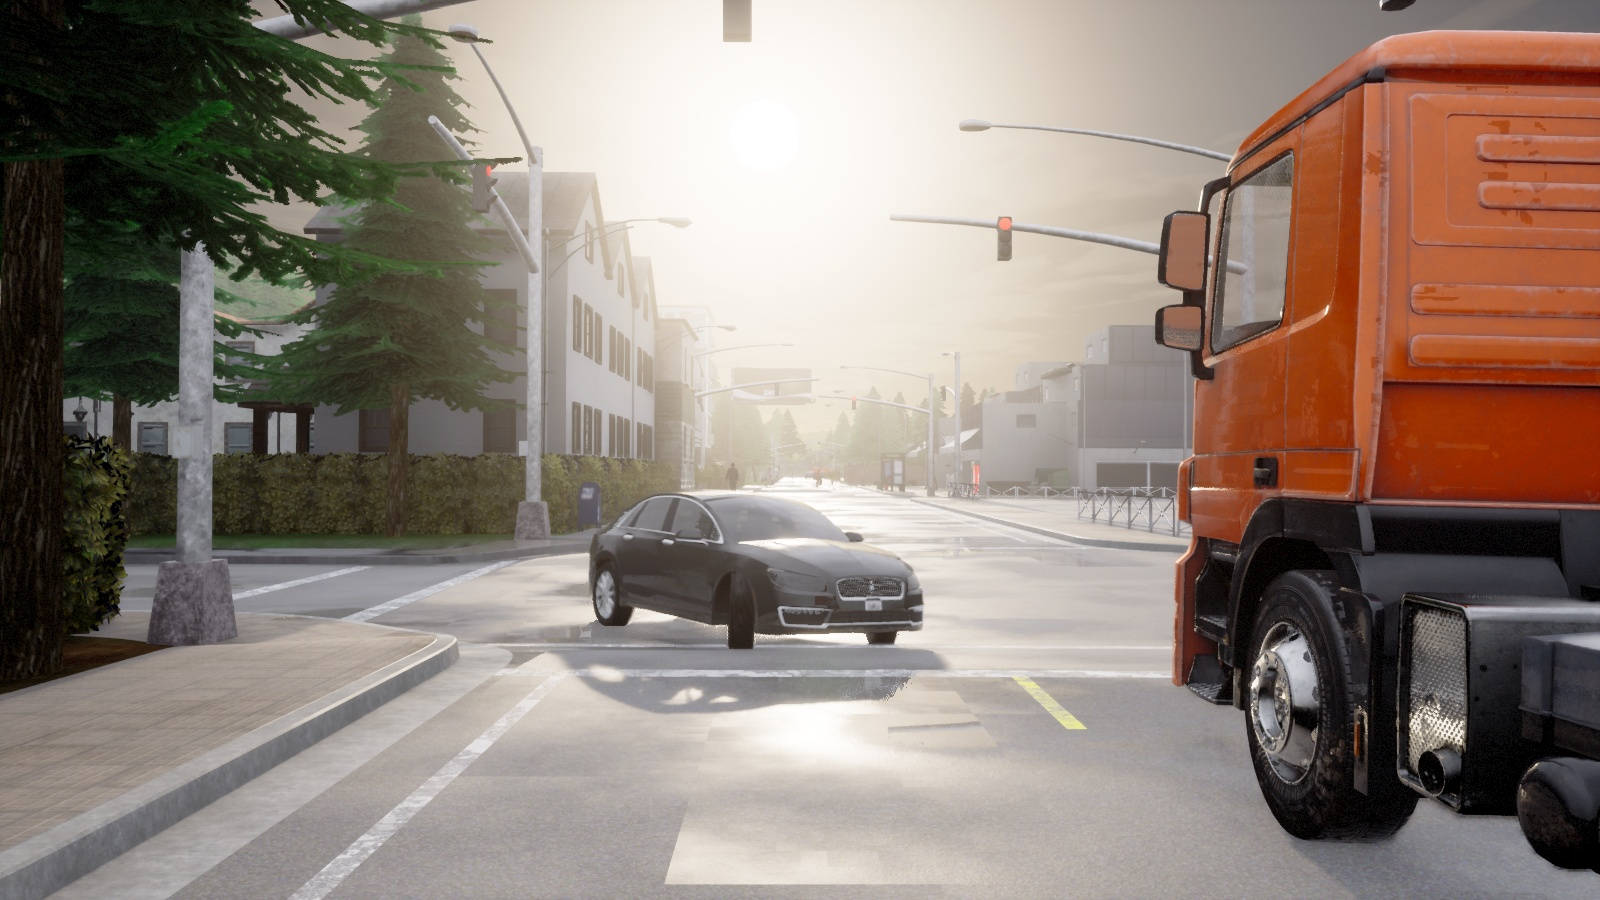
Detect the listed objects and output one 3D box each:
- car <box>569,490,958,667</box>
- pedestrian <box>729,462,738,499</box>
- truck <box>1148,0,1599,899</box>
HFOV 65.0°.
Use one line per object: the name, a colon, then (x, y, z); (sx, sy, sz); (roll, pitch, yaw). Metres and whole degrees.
car: (-0.624, 1.196, 13.198); (1.837, 1.490, 4.892); (3, -3, -32)
pedestrian: (-3.311, 1.531, 62.430); (0.431, 1.840, 0.703); (0, -1, 0)
truck: (3.467, -0.063, 3.129); (2.891, 3.462, 7.936); (1, 0, 0)
